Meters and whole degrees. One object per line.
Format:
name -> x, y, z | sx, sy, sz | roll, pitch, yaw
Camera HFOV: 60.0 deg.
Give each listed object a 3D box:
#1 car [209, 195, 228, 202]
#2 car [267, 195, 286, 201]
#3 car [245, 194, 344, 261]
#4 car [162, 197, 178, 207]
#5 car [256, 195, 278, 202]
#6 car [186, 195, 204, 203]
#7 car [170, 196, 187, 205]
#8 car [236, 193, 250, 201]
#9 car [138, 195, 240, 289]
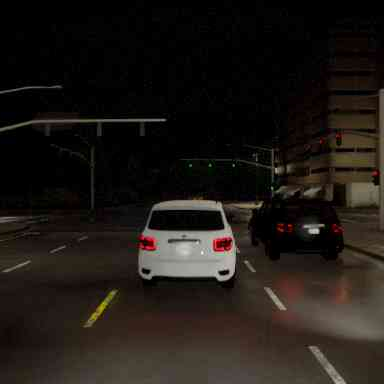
car -> 6.367, 1.525, 78.940 | 2.128, 1.511, 4.902 | 0, 0, 38
car -> 21.827, 1.524, 86.198 | 4.674, 1.442, 1.812 | 0, 0, -22
car -> 3.578, 1.223, 12.403 | 2.150, 2.045, 5.566 | 0, 0, 0
car -> -3.371, 1.505, 51.545 | 1.837, 1.490, 4.892 | 0, 0, 3
car -> 18.189, 1.540, 80.172 | 5.357, 1.411, 2.033 | 0, 0, -34
car -> 0.651, 1.478, 70.309 | 1.882, 1.535, 5.008 | 0, 0, 23
car -> -2.436, 1.505, 60.782 | 1.837, 1.490, 4.892 | 0, 0, 13
car -> 13.060, 1.225, 80.679 | 5.566, 2.045, 2.150 | 0, 0, -41
car -> 0.024, 1.223, 9.370 | 2.150, 2.045, 5.566 | 0, 0, 4
